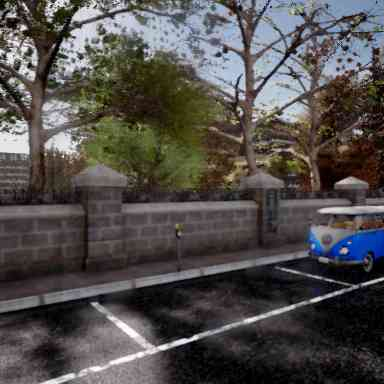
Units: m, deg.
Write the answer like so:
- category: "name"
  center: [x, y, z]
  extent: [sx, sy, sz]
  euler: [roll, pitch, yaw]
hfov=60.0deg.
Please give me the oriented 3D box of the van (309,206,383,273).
- category: "van"
  center: [5.334, 1.347, 10.372]
  extent: [3.998, 1.788, 1.690]
  euler: [0, 0, -36]
